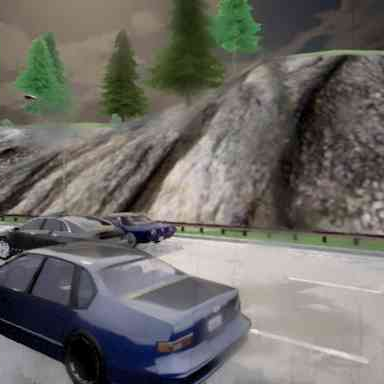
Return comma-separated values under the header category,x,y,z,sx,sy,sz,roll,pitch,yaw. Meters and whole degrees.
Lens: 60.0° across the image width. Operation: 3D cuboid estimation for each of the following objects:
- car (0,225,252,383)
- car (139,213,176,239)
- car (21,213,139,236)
category,x,y,z,sx,sy,sz,roll,pitch,yaw
car,-1.828,1.523,5.173,5.357,1.411,2.033,0,0,34
car,-3.149,1.537,14.103,4.718,1.301,1.895,0,0,29
car,-4.308,1.453,10.714,4.892,1.490,1.837,0,0,30
